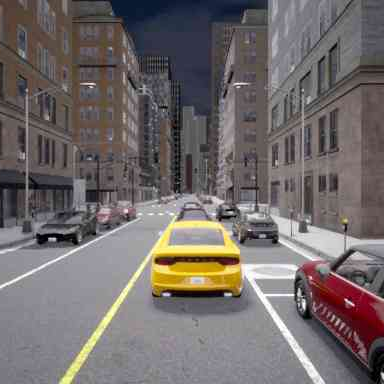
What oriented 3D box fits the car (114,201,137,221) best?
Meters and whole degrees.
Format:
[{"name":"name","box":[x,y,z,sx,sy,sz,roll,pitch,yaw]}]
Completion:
[{"name":"car","box":[-5.657,1.443,26.671,1.967,1.590,4.097,0,0,0]}]

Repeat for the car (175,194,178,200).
[{"name":"car","box":[-5.544,1.637,90.647,1.752,1.417,4.829,0,0,0]}]

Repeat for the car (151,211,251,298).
[{"name":"car","box":[0.098,1.478,8.591,1.882,1.535,5.008,0,0,0]}]

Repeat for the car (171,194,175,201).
[{"name":"car","box":[-5.580,1.616,74.591,2.008,1.369,4.403,0,0,0]}]

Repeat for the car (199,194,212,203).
[{"name":"car","box":[2.919,1.484,63.757,1.967,1.590,4.097,0,0,0]}]

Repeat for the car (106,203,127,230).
[{"name":"car","box":[-5.660,1.584,21.170,1.802,1.307,4.206,0,0,0]}]

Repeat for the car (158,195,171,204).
[{"name":"car","box":[-5.605,1.626,63.774,1.802,1.307,4.206,0,0,0]}]

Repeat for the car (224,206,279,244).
[{"name":"car","box":[2.863,1.552,15.664,2.008,1.369,4.403,0,0,0]}]

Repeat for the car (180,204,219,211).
[{"name":"car","box":[0.115,1.565,17.585,1.994,1.385,4.181,0,0,0]}]

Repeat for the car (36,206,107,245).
[{"name":"car","box":[-5.662,1.567,15.668,1.947,1.339,4.313,0,0,0]}]

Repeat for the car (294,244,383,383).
[{"name":"car","box":[2.858,1.440,4.662,1.967,1.590,4.097,0,0,0]}]

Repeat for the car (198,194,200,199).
[{"name":"car","box":[2.945,1.616,74.575,2.008,1.369,4.403,0,0,0]}]

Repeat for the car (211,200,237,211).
[{"name":"car","box":[2.868,1.569,26.667,1.947,1.339,4.313,0,0,0]}]

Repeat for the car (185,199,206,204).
[{"name":"car","box":[0.012,1.529,26.396,1.812,1.442,4.674,0,0,2]}]

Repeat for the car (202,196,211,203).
[{"name":"car","box":[2.932,1.579,69.336,1.752,1.417,4.829,0,0,0]}]
